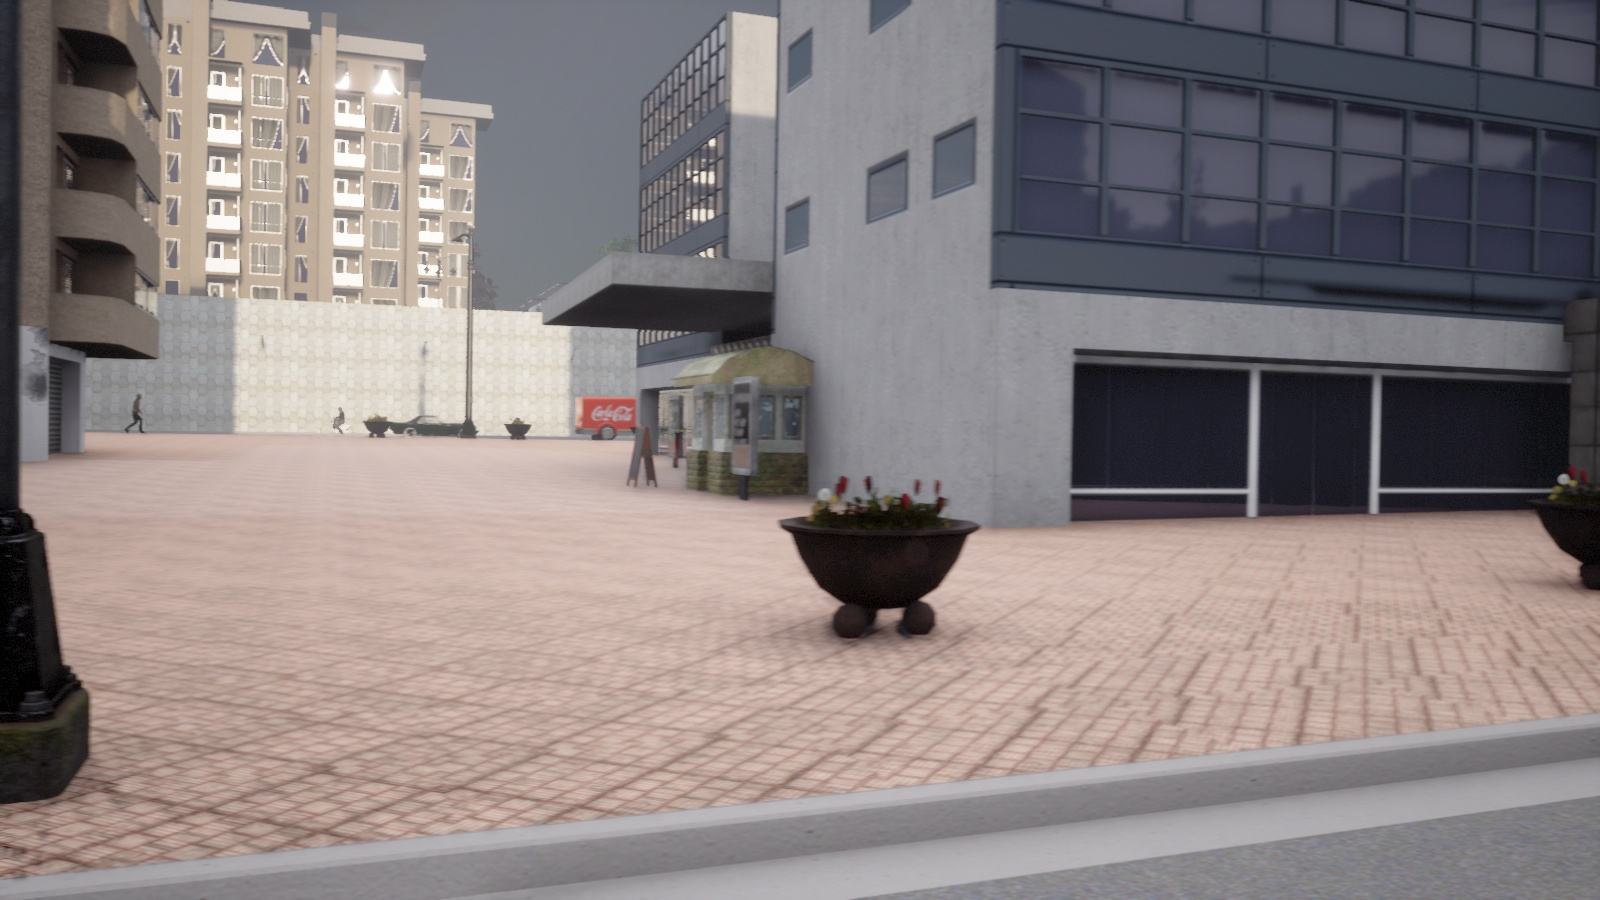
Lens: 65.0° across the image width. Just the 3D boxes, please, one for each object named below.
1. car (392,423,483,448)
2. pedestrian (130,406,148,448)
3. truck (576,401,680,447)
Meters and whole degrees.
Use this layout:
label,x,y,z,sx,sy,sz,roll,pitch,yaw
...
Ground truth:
label,x,y,z,sx,sy,sz,roll,pitch,yaw
car,-19.950,-0.800,69.044,4.718,1.301,1.895,0,1,-19
pedestrian,-29.215,-1.027,55.494,0.634,1.846,0.331,-1,1,-22
truck,-9.473,-1.425,68.983,5.204,2.467,2.627,0,1,-19
